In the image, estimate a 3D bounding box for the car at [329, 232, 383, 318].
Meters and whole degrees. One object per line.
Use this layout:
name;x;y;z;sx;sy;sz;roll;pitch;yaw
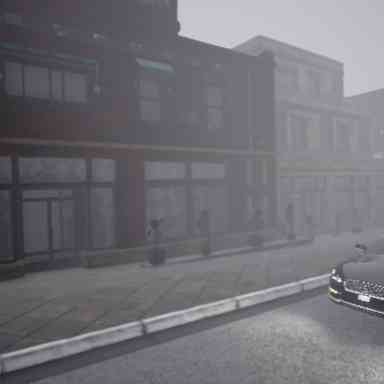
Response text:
car;4.816;1.489;6.870;4.892;1.490;1.837;0;0;-35
